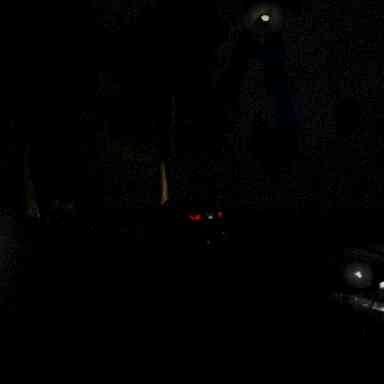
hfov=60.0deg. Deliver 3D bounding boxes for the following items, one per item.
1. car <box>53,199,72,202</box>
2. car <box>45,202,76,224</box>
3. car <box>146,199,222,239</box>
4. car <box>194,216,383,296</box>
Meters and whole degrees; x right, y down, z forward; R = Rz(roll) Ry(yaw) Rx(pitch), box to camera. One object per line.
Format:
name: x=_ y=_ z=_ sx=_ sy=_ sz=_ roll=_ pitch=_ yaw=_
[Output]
car: x=-16.648 y=1.963 z=42.182 sx=2.150 sy=2.045 sz=5.566 roll=0 pitch=-1 yaw=-35
car: x=-12.000 y=1.978 z=30.251 sx=1.882 sy=1.535 sz=5.008 roll=0 pitch=-1 yaw=-34
car: x=-0.592 y=1.418 z=18.875 sx=2.150 sy=2.045 sz=5.566 roll=0 pitch=-1 yaw=-35
car: x=2.502 y=1.599 z=9.187 sx=2.033 sy=1.411 sz=5.357 roll=0 pitch=-1 yaw=-35
